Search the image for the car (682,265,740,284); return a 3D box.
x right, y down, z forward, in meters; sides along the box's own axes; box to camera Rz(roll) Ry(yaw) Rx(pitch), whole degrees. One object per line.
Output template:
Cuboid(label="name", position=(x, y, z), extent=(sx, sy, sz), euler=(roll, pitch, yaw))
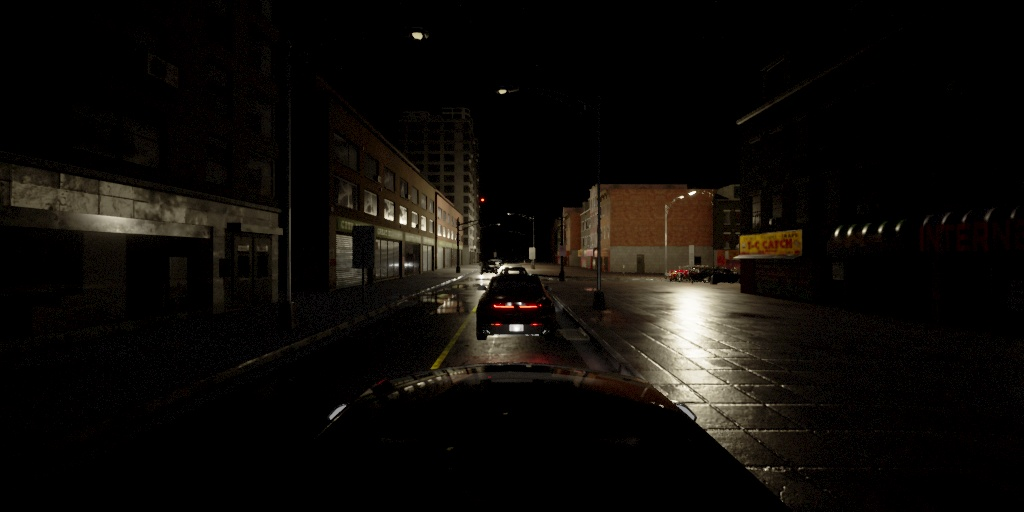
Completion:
Cuboid(label="car", position=(17.553, 1.652, 30.367), extent=(4.892, 1.490, 1.837), euler=(1, 0, 0))

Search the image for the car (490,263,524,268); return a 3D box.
Cuboid(label="car", position=(0.095, 1.297, 19.527), extent=(2.033, 1.411, 5.357), euler=(0, 0, 0))

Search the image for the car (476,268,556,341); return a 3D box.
Cuboid(label="car", position=(0.086, 1.255, 9.916), extent=(1.837, 1.490, 4.892), euler=(0, 0, 0))

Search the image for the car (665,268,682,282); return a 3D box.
Cuboid(label="car", position=(16.336, 1.571, 33.113), extent=(4.097, 1.591, 1.967), euler=(0, 0, 0))

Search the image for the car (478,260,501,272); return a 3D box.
Cuboid(label="car", position=(-2.513, 1.252, 38.712), extent=(1.837, 1.490, 4.892), euler=(0, 0, -5))
